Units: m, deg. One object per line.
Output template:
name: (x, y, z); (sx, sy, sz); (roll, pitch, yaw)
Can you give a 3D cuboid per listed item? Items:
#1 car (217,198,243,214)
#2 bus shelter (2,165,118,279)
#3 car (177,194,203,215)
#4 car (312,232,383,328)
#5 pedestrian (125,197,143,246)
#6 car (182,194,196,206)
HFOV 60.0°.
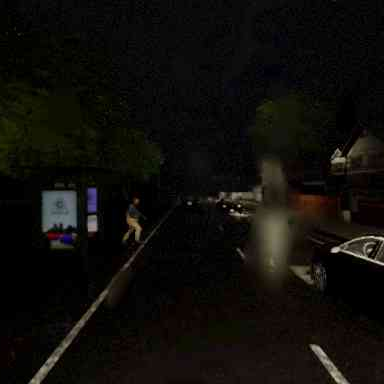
car: (3.314, 1.205, 29.941); (1.895, 1.301, 4.718); (0, 0, -1)
bus shelter: (-3.604, 0.688, 9.945); (1.920, 2.740, 3.880); (0, 1, -1)
car: (-0.196, 0.964, 28.815); (2.097, 1.767, 4.553); (0, 0, 0)
car: (3.549, 1.384, 5.379); (2.128, 1.511, 4.902); (0, 1, -1)
pedestrian: (-2.176, 1.070, 12.429); (0.375, 1.860, 0.375); (1, 1, 9)
car: (-0.352, 1.034, 45.501); (1.812, 1.442, 4.674); (0, 0, -1)
